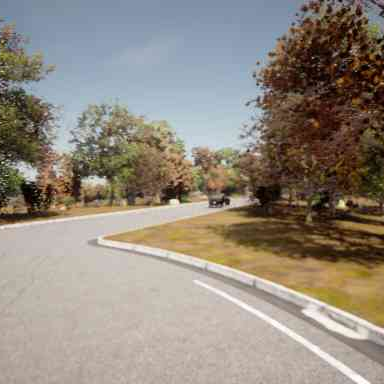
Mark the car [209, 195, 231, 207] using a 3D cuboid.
[{"bbox_3d":[3.654,1.123,42.770,1.882,1.535,5.008,-1,0,21],"label":"car"}]
